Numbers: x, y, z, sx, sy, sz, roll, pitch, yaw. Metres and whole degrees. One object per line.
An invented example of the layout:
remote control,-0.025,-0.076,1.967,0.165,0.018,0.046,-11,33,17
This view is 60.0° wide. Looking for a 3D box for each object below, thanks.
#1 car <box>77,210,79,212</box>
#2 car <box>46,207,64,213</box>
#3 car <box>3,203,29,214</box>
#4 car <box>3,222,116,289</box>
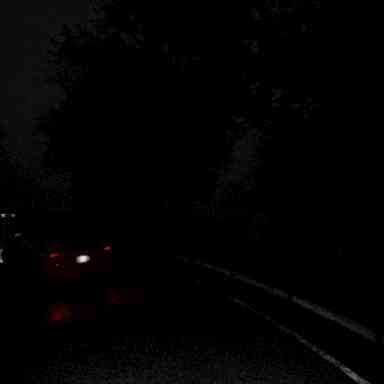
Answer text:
car,-22.383,3.975,68.554,1.994,1.385,4.181,-1,-4,-5
car,-25.289,3.505,61.856,2.033,1.411,5.357,-1,-4,-5
car,-23.831,2.214,45.186,2.128,1.511,4.902,-1,-3,-5
car,-3.845,1.552,9.380,1.994,1.385,4.181,-1,0,-40
